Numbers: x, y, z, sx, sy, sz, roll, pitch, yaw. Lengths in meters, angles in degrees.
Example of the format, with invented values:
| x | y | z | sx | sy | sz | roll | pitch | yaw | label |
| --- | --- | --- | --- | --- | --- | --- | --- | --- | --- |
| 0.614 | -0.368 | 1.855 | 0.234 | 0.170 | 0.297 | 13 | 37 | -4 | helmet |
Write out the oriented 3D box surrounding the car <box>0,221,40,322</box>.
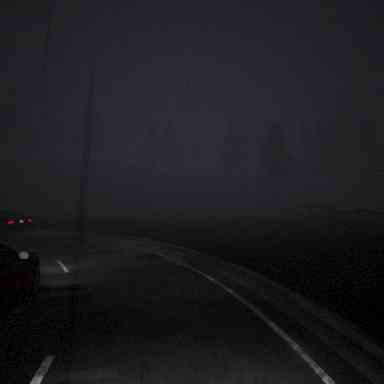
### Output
| x | y | z | sx | sy | sz | roll | pitch | yaw | label |
| --- | --- | --- | --- | --- | --- | --- | --- | --- | --- |
| -4.009 | 1.519 | 5.526 | 1.882 | 1.535 | 5.008 | 1 | -1 | -11 | car |

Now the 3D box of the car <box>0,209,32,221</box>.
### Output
| x | y | z | sx | sy | sz | roll | pitch | yaw | label |
| --- | --- | --- | --- | --- | --- | --- | --- | --- | --- |
| -11.839 | 1.693 | 19.485 | 5.357 | 1.411 | 2.033 | 0 | -1 | 22 | car |
